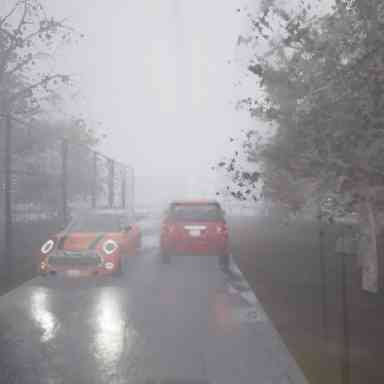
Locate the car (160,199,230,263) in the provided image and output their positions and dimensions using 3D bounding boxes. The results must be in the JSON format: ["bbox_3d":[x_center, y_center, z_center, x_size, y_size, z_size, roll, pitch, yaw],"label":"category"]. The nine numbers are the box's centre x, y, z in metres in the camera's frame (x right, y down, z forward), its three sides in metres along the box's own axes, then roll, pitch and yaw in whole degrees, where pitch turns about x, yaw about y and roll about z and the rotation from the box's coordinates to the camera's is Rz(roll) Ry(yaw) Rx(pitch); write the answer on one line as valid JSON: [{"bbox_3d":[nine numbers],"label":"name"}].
[{"bbox_3d":[0.095,1.249,12.186,2.150,2.045,5.566,0,0,0],"label":"car"}]

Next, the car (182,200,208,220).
[{"bbox_3d":[0.328,1.567,29.655,1.837,1.490,4.892,-1,0,6],"label":"car"}]

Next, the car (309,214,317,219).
[{"bbox_3d":[20.531,4.340,59.086,2.435,2.045,5.566,0,0,-18],"label":"car"}]

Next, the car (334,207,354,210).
[{"bbox_3d":[26.413,4.339,58.948,2.435,2.045,5.566,0,0,-18],"label":"car"}]

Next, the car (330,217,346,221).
[{"bbox_3d":[19.828,4.504,42.152,2.435,2.045,5.566,0,1,-18],"label":"car"}]

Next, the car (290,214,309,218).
[{"bbox_3d":[17.573,4.341,59.181,2.435,2.045,5.566,0,0,-18],"label":"car"}]

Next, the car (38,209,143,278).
[{"bbox_3d":[-2.846,1.373,10.250,2.097,1.767,4.553,0,0,0],"label":"car"}]

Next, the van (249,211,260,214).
[{"bbox_3d":[11.603,4.368,59.500,1.878,1.987,4.442,0,0,-18],"label":"van"}]
